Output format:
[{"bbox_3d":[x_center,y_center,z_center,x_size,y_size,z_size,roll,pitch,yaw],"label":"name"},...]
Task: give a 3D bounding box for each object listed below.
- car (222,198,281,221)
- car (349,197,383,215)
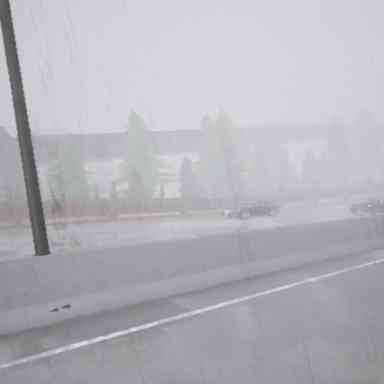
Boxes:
[{"bbox_3d":[4.347,1.216,24.252,4.902,1.511,2.128,-1,1,-35],"label":"car"},{"bbox_3d":[15.056,1.137,27.547,4.718,1.301,1.895,-2,1,-35],"label":"car"}]
